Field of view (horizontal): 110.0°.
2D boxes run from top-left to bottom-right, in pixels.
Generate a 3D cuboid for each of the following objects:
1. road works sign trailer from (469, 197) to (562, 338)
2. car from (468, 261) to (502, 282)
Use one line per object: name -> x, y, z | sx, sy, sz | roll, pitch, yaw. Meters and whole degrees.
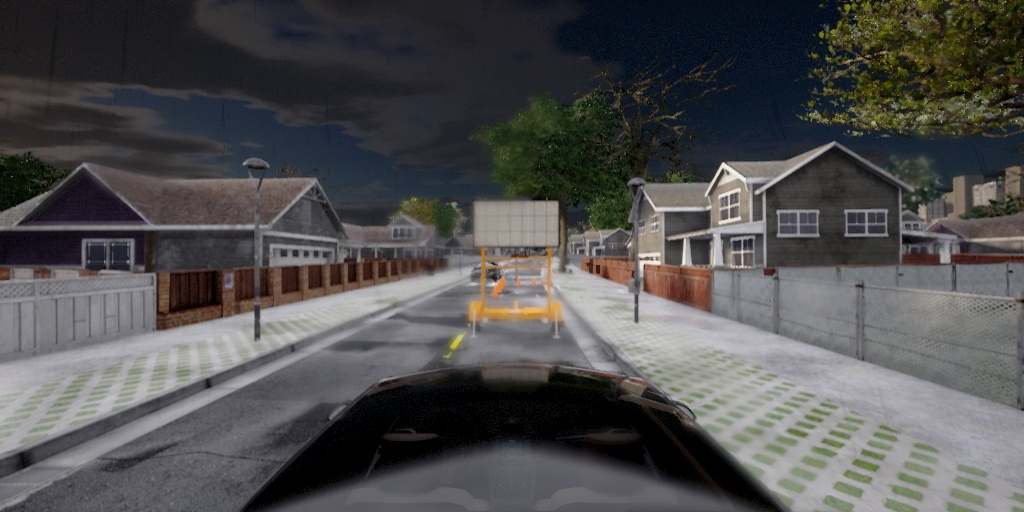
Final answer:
road works sign trailer -> 0.126, 0.178, 10.024 | 2.380, 3.560, 2.880 | 0, 0, 2
car -> -1.918, 1.141, 27.339 | 1.812, 1.442, 4.674 | 0, 0, 4
